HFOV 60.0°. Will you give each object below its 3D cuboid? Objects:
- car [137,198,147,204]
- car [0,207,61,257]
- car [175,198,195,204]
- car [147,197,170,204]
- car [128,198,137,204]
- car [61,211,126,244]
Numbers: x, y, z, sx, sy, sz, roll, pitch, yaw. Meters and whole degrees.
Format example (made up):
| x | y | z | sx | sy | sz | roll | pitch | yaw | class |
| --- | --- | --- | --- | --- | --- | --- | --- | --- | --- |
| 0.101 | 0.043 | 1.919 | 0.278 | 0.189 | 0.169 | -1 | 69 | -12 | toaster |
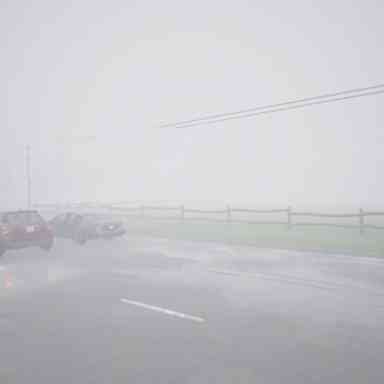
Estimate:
| x | y | z | sx | sy | sz | roll | pitch | yaw | class |
| --- | --- | --- | --- | --- | --- | --- | --- | --- | --- |
| -9.805 | 2.032 | 75.853 | 1.994 | 1.385 | 4.181 | -1 | 0 | 36 | car |
| -7.807 | 1.481 | 13.737 | 4.553 | 1.767 | 2.097 | -1 | -1 | 36 | car |
| -1.326 | 1.923 | 69.660 | 2.033 | 1.411 | 5.357 | -1 | 0 | 36 | car |
| -6.979 | 1.925 | 73.789 | 1.882 | 1.535 | 5.008 | -1 | 0 | 36 | car |
| -12.649 | 2.107 | 77.892 | 1.895 | 1.301 | 4.718 | -1 | 0 | 36 | car |
| -5.699 | 1.678 | 16.530 | 5.357 | 1.411 | 2.033 | -1 | 0 | 36 | car |
